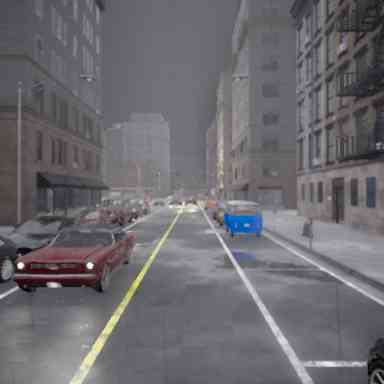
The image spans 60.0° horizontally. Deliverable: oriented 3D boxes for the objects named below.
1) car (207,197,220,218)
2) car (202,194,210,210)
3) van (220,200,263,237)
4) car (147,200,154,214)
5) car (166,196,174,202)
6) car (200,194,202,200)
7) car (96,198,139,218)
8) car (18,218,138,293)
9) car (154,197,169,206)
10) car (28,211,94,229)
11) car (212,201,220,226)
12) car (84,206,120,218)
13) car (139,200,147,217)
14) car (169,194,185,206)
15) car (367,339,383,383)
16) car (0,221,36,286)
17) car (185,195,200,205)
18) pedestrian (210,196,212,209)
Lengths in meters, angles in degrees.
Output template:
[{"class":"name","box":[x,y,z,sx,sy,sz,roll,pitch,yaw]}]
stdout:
[{"class":"car","box":[2.633,1.498,28.645,1.967,1.590,4.097,0,0,0]},{"class":"car","box":[2.743,1.441,43.538,2.097,1.767,4.553,0,0,0]},{"class":"van","box":[2.635,1.377,17.826,1.690,1.788,3.998,0,0,0]},{"class":"car","box":[-5.393,1.510,34.053,1.967,1.590,4.097,0,0,0]},{"class":"car","box":[-5.401,1.700,82.366,1.752,1.417,4.829,0,0,0]},{"class":"car","box":[2.622,1.640,93.861,1.967,1.590,4.097,0,0,0]},{"class":"car","box":[-5.391,1.362,23.235,2.192,1.841,5.009,0,0,0]},{"class":"car","box":[-2.851,1.620,9.075,1.895,1.301,4.718,0,0,0]},{"class":"car","box":[-5.397,1.667,55.690,2.008,1.369,4.403,0,0,0]},{"class":"car","box":[-5.390,1.591,12.415,1.947,1.339,4.313,0,0,0]},{"class":"car","box":[2.634,1.573,23.406,1.752,1.417,4.829,0,0,0]},{"class":"car","box":[-5.390,1.618,17.825,1.802,1.307,4.206,0,0,0]},{"class":"car","box":[-5.392,1.499,28.644,1.967,1.590,4.097,0,0,0]},{"class":"car","box":[-2.767,1.472,58.412,2.097,1.767,4.553,0,0,0]},{"class":"car","box":[2.637,1.569,1.598,1.947,1.339,4.313,0,0,0]},{"class":"car","box":[-5.389,1.566,7.006,2.008,1.369,4.403,0,0,0]},{"class":"car","box":[-0.237,1.650,59.771,1.812,1.442,4.674,0,0,-9]},{"class":"pedestrian","box":[2.742,1.389,46.345,0.375,1.860,0.375,0,0,-8]}]
